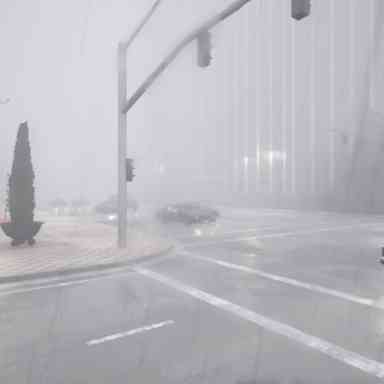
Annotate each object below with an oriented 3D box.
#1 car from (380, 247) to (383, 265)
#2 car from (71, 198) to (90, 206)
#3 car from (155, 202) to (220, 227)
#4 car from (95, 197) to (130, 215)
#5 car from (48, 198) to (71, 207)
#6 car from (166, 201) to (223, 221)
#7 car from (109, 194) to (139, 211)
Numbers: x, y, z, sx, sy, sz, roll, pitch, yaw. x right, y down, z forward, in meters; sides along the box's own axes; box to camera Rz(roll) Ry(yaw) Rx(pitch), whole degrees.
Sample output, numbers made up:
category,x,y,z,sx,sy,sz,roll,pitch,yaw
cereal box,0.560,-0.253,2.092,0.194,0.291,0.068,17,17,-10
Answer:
category,x,y,z,sx,sy,sz,roll,pitch,yaw
car,7.119,1.594,9.065,4.718,1.301,1.895,0,0,-35
car,-18.042,1.591,53.599,1.895,1.301,4.718,0,0,-36
car,-0.635,1.540,23.361,2.033,1.411,5.357,0,0,-36
car,-8.424,1.556,34.145,1.994,1.385,4.181,0,0,-36
car,-20.543,1.594,51.076,1.895,1.301,4.718,0,0,-36
car,0.068,1.538,28.362,2.033,1.411,5.357,0,0,-36
car,-8.445,1.212,40.152,2.150,2.045,5.566,0,0,-36
